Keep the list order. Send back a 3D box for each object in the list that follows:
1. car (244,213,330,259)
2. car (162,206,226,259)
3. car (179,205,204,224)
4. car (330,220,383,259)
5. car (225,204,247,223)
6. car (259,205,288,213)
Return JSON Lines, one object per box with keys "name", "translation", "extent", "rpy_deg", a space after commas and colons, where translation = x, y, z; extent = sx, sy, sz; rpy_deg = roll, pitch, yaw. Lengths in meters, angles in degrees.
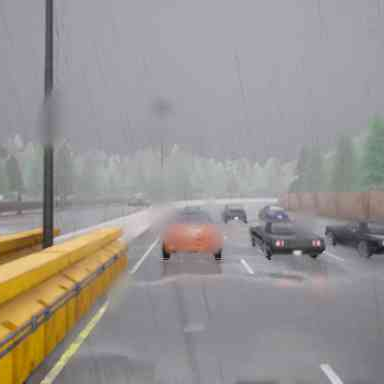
{"name": "car", "translation": [3.509, 1.748, 13.235], "extent": [1.895, 1.301, 4.718], "rpy_deg": [0, -1, 0]}
{"name": "car", "translation": [0.012, 1.499, 13.409], "extent": [2.097, 1.767, 4.553], "rpy_deg": [0, -1, 0]}
{"name": "car", "translation": [0.015, 1.878, 28.482], "extent": [1.994, 1.385, 4.181], "rpy_deg": [0, -1, 1]}
{"name": "car", "translation": [7.009, 1.748, 13.234], "extent": [1.895, 1.301, 4.718], "rpy_deg": [0, -1, 0]}
{"name": "car", "translation": [3.516, 1.820, 28.493], "extent": [1.837, 1.490, 4.892], "rpy_deg": [0, 0, 1]}
{"name": "car", "translation": [7.019, 1.843, 28.875], "extent": [1.812, 1.442, 4.674], "rpy_deg": [0, 0, 0]}
